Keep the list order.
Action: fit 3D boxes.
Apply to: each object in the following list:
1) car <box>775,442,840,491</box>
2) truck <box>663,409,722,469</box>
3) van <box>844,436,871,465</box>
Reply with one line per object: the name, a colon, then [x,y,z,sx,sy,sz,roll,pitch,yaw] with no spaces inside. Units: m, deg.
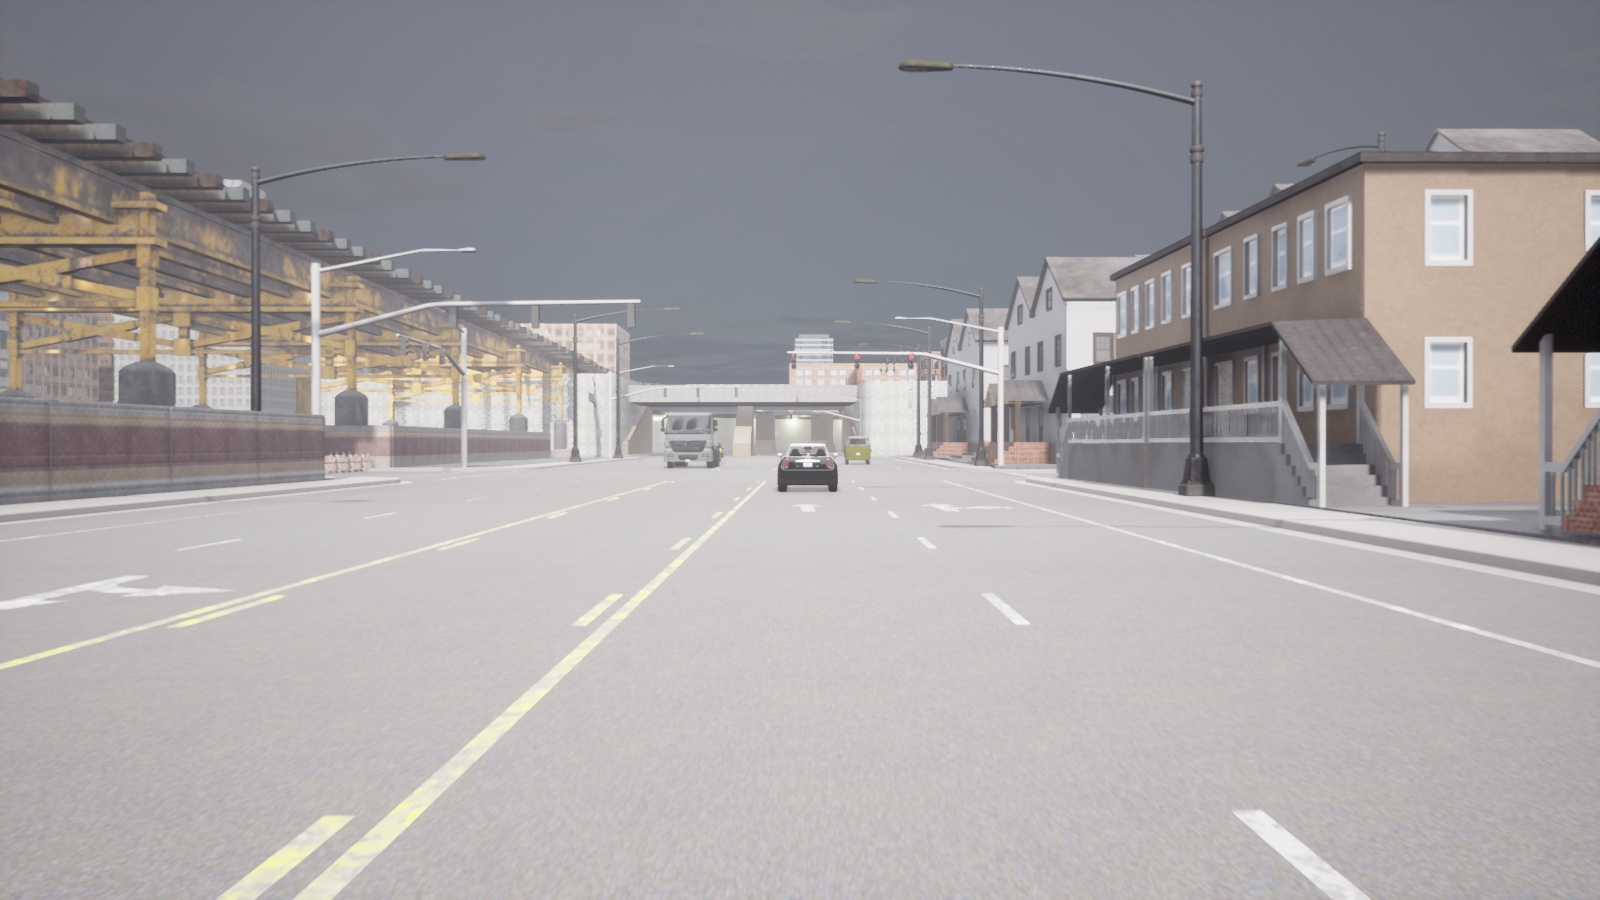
car: [0.243,0.489,39.911,1.970,1.475,3.806,0,0,0]
truck: [-6.540,-0.674,77.355,2.891,3.462,7.936,0,0,0]
van: [4.010,0.009,88.167,1.775,1.987,4.442,0,0,1]
